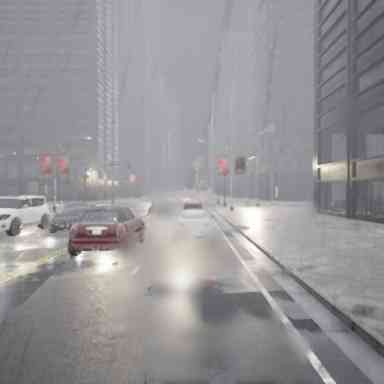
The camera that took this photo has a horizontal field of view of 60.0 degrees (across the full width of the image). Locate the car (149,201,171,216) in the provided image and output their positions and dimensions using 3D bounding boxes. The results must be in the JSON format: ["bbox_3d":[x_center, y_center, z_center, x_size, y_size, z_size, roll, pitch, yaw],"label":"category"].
[{"bbox_3d":[-3.141,1.539,32.917,1.994,1.385,4.181,0,0,0],"label":"car"}]

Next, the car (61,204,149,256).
[{"bbox_3d":[-3.146,1.342,13.123,2.097,1.767,4.553,0,0,0],"label":"car"}]

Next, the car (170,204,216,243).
[{"bbox_3d":[0.104,1.514,15.789,1.812,1.442,4.674,0,0,0],"label":"car"}]

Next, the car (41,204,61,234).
[{"bbox_3d":[-6.579,1.491,19.265,1.837,1.490,4.892,0,0,0],"label":"car"}]

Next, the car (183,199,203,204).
[{"bbox_3d":[0.109,1.452,33.354,1.882,1.535,5.008,0,0,0],"label":"car"}]

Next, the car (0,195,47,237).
[{"bbox_3d":[-9.835,1.210,18.354,2.150,2.045,5.566,0,0,0],"label":"car"}]

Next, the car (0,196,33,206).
[{"bbox_3d":[-26.016,1.372,48.838,4.507,1.381,1.887,0,0,0],"label":"car"}]
